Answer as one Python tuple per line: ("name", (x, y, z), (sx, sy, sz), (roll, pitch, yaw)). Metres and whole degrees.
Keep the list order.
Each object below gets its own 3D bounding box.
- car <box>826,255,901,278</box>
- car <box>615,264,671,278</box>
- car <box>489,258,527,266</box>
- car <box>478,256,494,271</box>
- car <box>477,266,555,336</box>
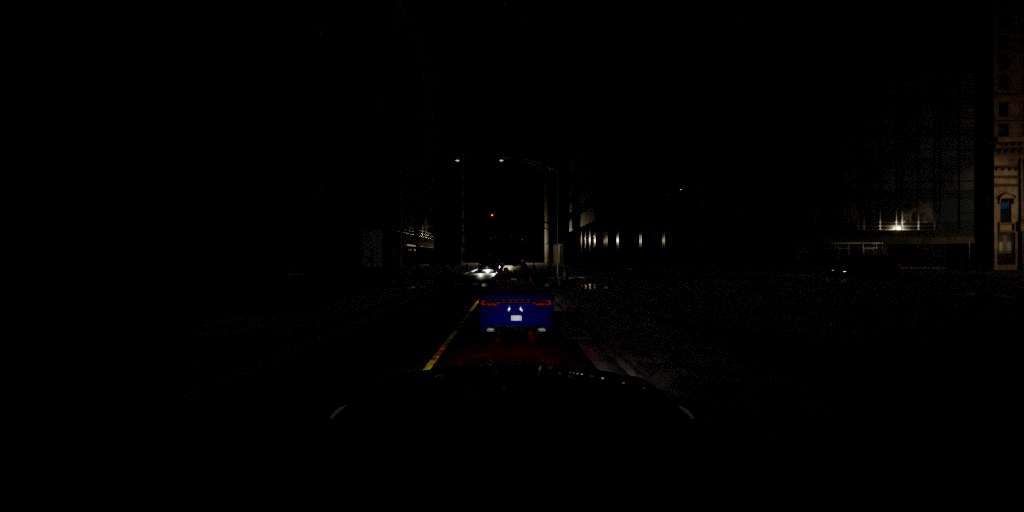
("car", (32.616, 0.971, 33.353), (5.566, 2.045, 2.150), (0, 0, 0))
("car", (12.044, 1.370, 33.341), (4.718, 1.301, 1.895), (0, 0, 3))
("car", (0.152, 1.107, 19.325), (2.097, 1.767, 4.553), (0, 0, 2))
("car", (-3.107, 0.999, 45.870), (2.150, 2.045, 5.566), (0, 0, -2))
("car", (0.099, 1.229, 10.456), (1.882, 1.535, 5.008), (0, 0, 0))
